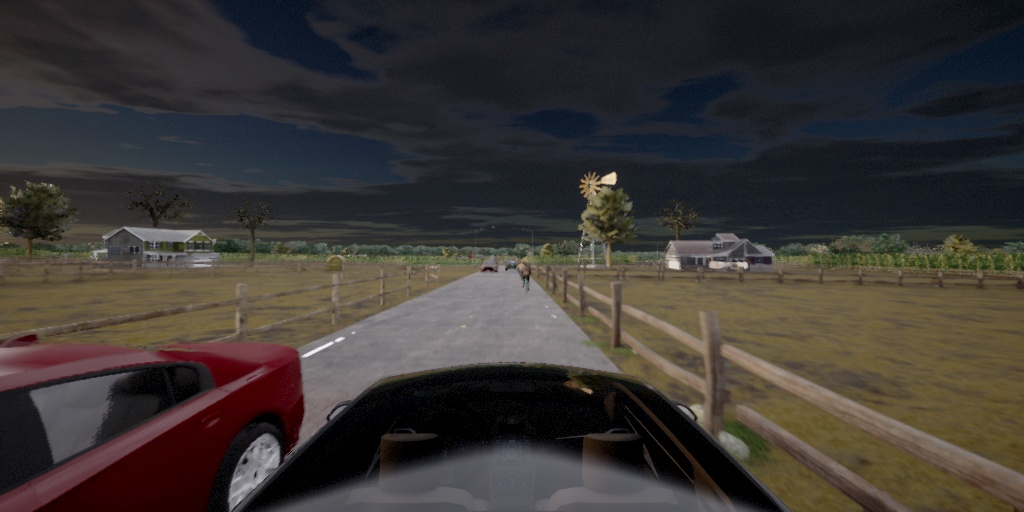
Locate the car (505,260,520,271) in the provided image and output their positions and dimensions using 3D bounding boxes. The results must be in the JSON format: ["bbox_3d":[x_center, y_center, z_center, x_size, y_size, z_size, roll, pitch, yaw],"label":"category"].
[{"bbox_3d":[0.068,1.325,54.788,2.097,1.767,4.553,0,-1,0],"label":"car"}]

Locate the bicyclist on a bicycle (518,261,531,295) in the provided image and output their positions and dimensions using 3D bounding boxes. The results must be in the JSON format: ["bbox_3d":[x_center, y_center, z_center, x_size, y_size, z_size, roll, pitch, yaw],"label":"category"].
[{"bbox_3d":[0.753,1.219,18.856,0.582,1.620,1.656,0,0,0],"label":"bicyclist on a bicycle"}]

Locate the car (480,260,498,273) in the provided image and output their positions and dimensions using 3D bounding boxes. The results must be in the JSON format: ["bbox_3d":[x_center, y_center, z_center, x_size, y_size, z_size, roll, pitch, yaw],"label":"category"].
[{"bbox_3d":[-2.836,1.248,45.178,2.097,1.767,4.553,0,0,0],"label":"car"}]

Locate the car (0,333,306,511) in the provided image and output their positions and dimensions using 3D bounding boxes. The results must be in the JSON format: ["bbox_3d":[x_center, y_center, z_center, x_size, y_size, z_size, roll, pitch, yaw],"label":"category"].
[{"bbox_3d":[-2.850,1.228,1.262,1.882,1.535,5.008,0,0,0],"label":"car"}]

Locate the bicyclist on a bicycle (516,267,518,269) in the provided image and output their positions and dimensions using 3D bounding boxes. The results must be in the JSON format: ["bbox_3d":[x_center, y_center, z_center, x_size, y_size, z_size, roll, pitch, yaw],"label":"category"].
[{"bbox_3d":[0.776,1.246,29.881,0.866,1.612,1.509,0,0,0],"label":"bicyclist on a bicycle"}]
